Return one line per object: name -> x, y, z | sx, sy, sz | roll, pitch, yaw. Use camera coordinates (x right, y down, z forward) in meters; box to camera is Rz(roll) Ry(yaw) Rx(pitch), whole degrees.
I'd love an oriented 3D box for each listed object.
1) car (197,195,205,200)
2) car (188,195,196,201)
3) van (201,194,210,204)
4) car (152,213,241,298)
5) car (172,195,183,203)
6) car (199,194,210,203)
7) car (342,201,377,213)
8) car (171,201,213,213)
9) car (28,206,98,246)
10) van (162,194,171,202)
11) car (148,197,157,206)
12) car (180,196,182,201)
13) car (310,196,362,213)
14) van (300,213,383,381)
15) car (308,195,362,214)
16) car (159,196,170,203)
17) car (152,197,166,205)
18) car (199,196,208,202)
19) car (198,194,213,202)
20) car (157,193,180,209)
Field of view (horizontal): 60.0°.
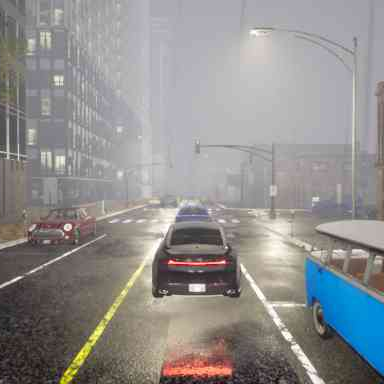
car -> 2.563, 1.531, 92.498 | 2.008, 1.369, 4.403 | -1, 0, 0
car -> -0.100, 1.480, 79.560 | 1.837, 1.490, 4.892 | 0, 0, 0
van -> 2.594, 1.325, 64.278 | 1.690, 1.788, 3.998 | -1, 0, 0
car -> 0.087, 1.502, 8.495 | 1.837, 1.490, 4.892 | 0, 0, 0
car -> -3.087, 1.508, 70.191 | 2.128, 1.511, 4.902 | 0, 0, 0
car -> 2.587, 1.298, 69.921 | 2.192, 1.841, 5.009 | -1, 0, 0
car -> 16.379, 1.793, 29.985 | 4.313, 1.339, 1.947 | 1, 0, 1
car -> 0.069, 1.472, 17.982 | 1.882, 1.535, 5.008 | 0, 0, 0
car -> -5.723, 1.436, 15.086 | 1.967, 1.590, 4.097 | -1, 0, 0
van -> -5.767, 1.323, 75.610 | 1.690, 1.788, 3.998 | -1, 0, 0
car -> -5.906, 1.512, 52.864 | 1.752, 1.417, 4.829 | -1, 0, 0
car -> -3.149, 1.462, 59.963 | 1.882, 1.535, 5.008 | 0, 0, 0
car -> 16.478, 1.411, 38.362 | 5.009, 1.841, 2.192 | 1, 0, 1
van -> 2.669, 1.340, 4.013 | 1.690, 1.788, 3.998 | -1, 0, 0
car -> 15.504, 1.349, 35.776 | 5.566, 2.045, 2.150 | 1, 1, 1
car -> -5.756, 1.549, 69.966 | 1.947, 1.339, 4.313 | -1, 0, 0
car -> -5.742, 1.551, 58.677 | 1.947, 1.339, 4.313 | -1, 0, 0
car -> 2.584, 1.564, 75.565 | 1.802, 1.307, 4.206 | -1, 0, 0
car -> 2.603, 1.425, 58.633 | 1.967, 1.590, 4.097 | -1, 0, 0
car -> -3.170, 1.209, 46.742 | 2.150, 2.045, 5.566 | 0, 0, 0
